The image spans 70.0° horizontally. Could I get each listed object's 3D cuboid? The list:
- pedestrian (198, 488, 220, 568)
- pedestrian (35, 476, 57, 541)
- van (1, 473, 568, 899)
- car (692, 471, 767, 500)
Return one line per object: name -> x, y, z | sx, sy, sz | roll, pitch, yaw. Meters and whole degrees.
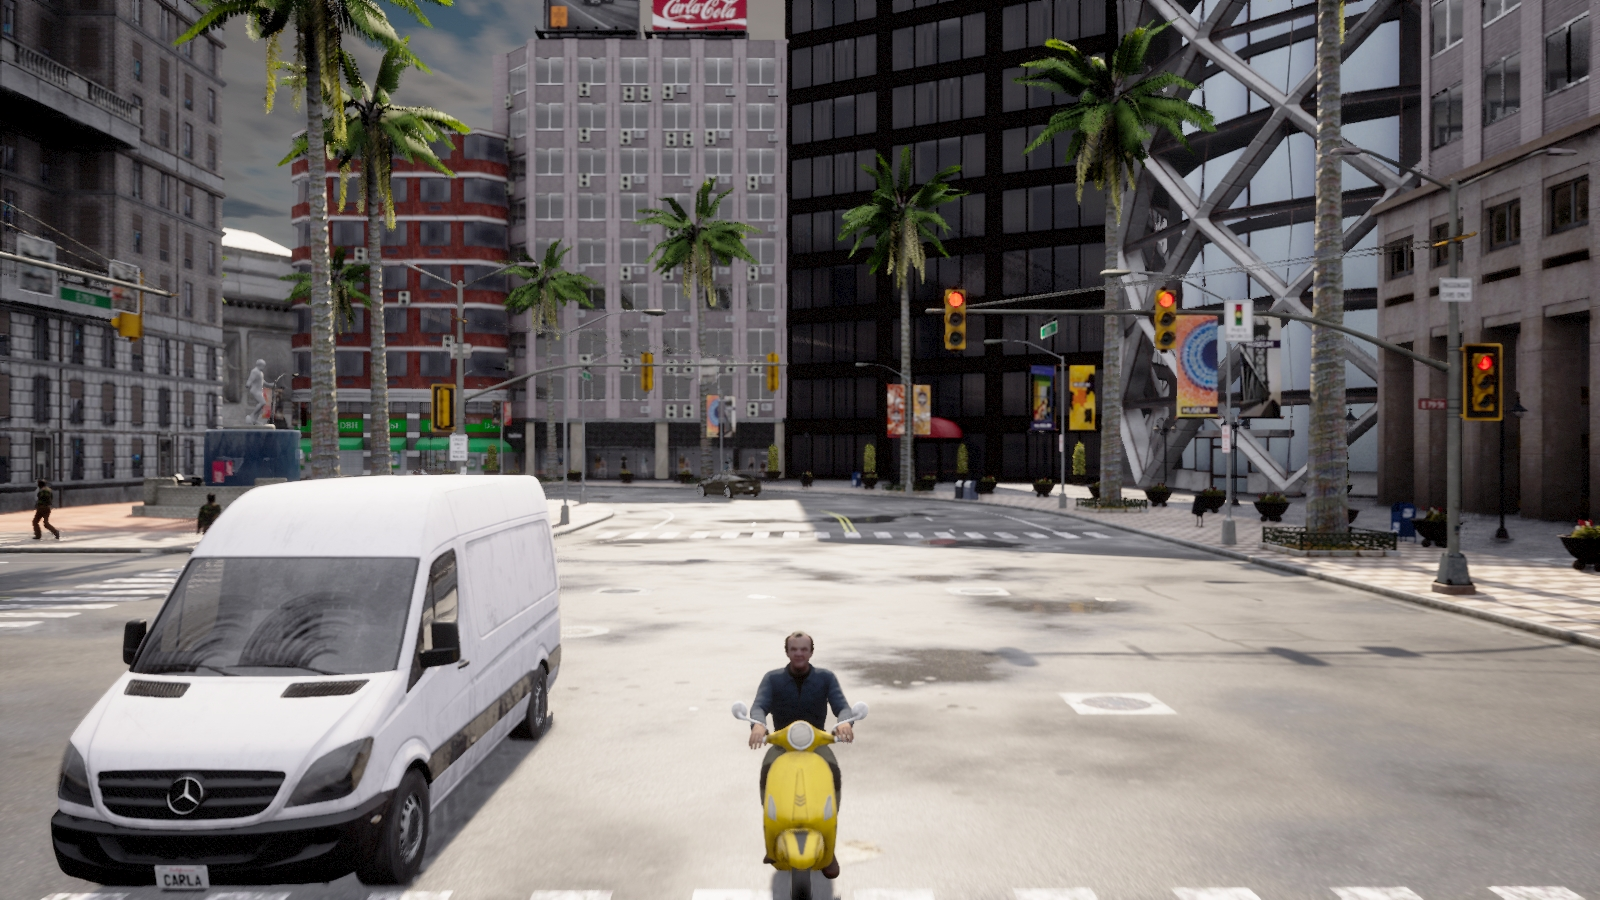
pedestrian -> -14.023, 1.849, 27.111 | 0.375, 1.860, 0.375 | 0, 0, -9
pedestrian -> -21.900, 1.696, 33.180 | 0.375, 1.860, 0.375 | 0, 0, 4
van -> -3.502, 1.534, 9.390 | 1.988, 2.561, 5.915 | 0, 0, 0
car -> -4.183, 2.034, 67.027 | 2.097, 1.535, 5.006 | 0, 0, -34
